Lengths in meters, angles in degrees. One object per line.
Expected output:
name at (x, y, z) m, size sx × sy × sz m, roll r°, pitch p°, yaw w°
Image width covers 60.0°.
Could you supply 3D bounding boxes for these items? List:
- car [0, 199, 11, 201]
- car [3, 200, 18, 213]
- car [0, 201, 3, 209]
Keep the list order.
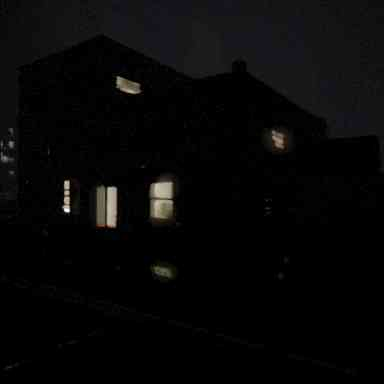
car at (-27.487, 1.799, 47.888) m, size 1.967 × 1.590 × 4.097 m, roll 0°, pitch 0°, yaw 36°
car at (-21.151, 1.999, 41.922) m, size 1.947 × 1.339 × 4.313 m, roll 0°, pitch 0°, yaw 36°
car at (-24.395, 1.959, 37.503) m, size 2.008 × 1.369 × 4.403 m, roll 0°, pitch 0°, yaw 36°
